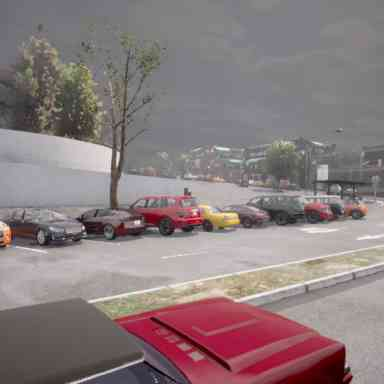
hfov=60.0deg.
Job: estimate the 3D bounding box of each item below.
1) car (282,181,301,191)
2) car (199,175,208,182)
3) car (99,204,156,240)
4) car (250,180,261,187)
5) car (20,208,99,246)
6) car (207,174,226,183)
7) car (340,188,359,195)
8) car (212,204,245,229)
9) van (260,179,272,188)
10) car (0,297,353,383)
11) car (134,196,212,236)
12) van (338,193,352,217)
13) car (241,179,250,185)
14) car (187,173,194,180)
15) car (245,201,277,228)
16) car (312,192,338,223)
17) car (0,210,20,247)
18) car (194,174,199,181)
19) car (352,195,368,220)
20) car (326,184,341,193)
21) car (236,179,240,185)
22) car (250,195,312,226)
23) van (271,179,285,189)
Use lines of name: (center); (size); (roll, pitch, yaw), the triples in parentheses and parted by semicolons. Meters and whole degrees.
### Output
car: (20.737, -0.992, 67.463); (2.231, 1.521, 4.892); (7, 3, 35)
car: (5.140, -3.698, 89.577); (2.435, 2.045, 5.566); (7, 3, 34)
car: (-4.503, 1.525, 17.024); (4.792, 1.488, 2.163); (-1, -1, 35)
car: (15.673, -1.812, 75.027); (1.946, 1.575, 5.366); (7, 3, 35)
car: (-6.922, 1.495, 15.278); (4.892, 1.521, 2.231); (-1, -1, 35)
car: (6.992, -3.176, 87.318); (1.946, 1.575, 5.366); (7, 3, 34)
car: (27.640, 0.137, 57.606); (2.002, 1.452, 4.674); (7, 3, 35)
car: (0.261, 1.504, 20.598); (5.366, 1.575, 1.946); (-1, -1, 35)
van: (17.248, -1.764, 72.296); (1.878, 1.987, 4.442); (7, 4, 35)
car: (-0.809, 1.601, 2.555); (4.718, 1.301, 1.895); (0, 0, -35)
car: (-2.058, 1.249, 18.770); (5.566, 2.045, 2.435); (-1, -1, 35)
van: (10.346, 1.298, 27.360); (4.442, 1.987, 1.878); (-1, -1, 35)
car: (13.841, -2.043, 77.347); (2.002, 1.452, 4.674); (7, 4, 35)
car: (1.615, -4.085, 94.512); (2.185, 1.767, 4.553); (4, 1, 33)
car: (2.867, 1.549, 22.226); (4.674, 1.452, 2.002); (-1, -1, 35)
car: (7.808, 1.268, 25.689); (5.566, 2.045, 2.435); (-1, -1, 35)
car: (-9.389, 1.367, 13.552); (4.553, 1.767, 2.185); (-1, -1, 34)
car: (3.346, -3.850, 92.043); (2.185, 1.767, 4.553); (6, 3, 34)
car: (12.755, 1.404, 29.110); (4.553, 1.767, 2.185); (-1, -1, 35)
car: (25.949, -0.426, 60.078); (2.435, 2.045, 5.566); (7, 3, 35)
car: (12.098, -2.317, 79.808); (2.002, 1.452, 4.674); (7, 3, 35)
car: (5.295, 1.263, 23.984); (5.566, 2.045, 2.435); (-1, -1, 35)
van: (18.977, -1.491, 69.825); (1.878, 1.987, 4.442); (7, 4, 35)
